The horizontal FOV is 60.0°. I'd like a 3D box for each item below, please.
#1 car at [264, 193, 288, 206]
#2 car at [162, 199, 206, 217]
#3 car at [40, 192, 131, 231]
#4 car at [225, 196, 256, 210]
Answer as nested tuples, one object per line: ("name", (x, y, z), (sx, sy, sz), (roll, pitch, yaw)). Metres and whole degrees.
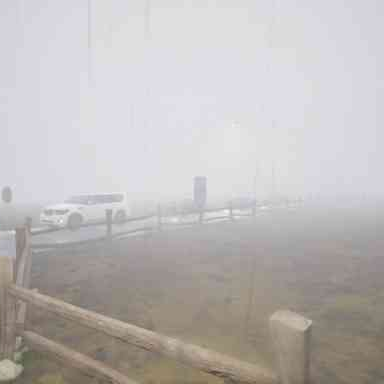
("car", (11.195, 0.943, 43.968), (1.882, 1.535, 5.008), (1, 1, 36))
("car", (-0.578, 1.268, 27.687), (1.994, 1.385, 4.181), (1, 1, 36))
("car", (-6.136, 1.038, 19.915), (2.150, 2.045, 5.566), (1, 1, 35))
("car", (5.292, 1.149, 35.833), (1.994, 1.385, 4.181), (1, 1, 36))
